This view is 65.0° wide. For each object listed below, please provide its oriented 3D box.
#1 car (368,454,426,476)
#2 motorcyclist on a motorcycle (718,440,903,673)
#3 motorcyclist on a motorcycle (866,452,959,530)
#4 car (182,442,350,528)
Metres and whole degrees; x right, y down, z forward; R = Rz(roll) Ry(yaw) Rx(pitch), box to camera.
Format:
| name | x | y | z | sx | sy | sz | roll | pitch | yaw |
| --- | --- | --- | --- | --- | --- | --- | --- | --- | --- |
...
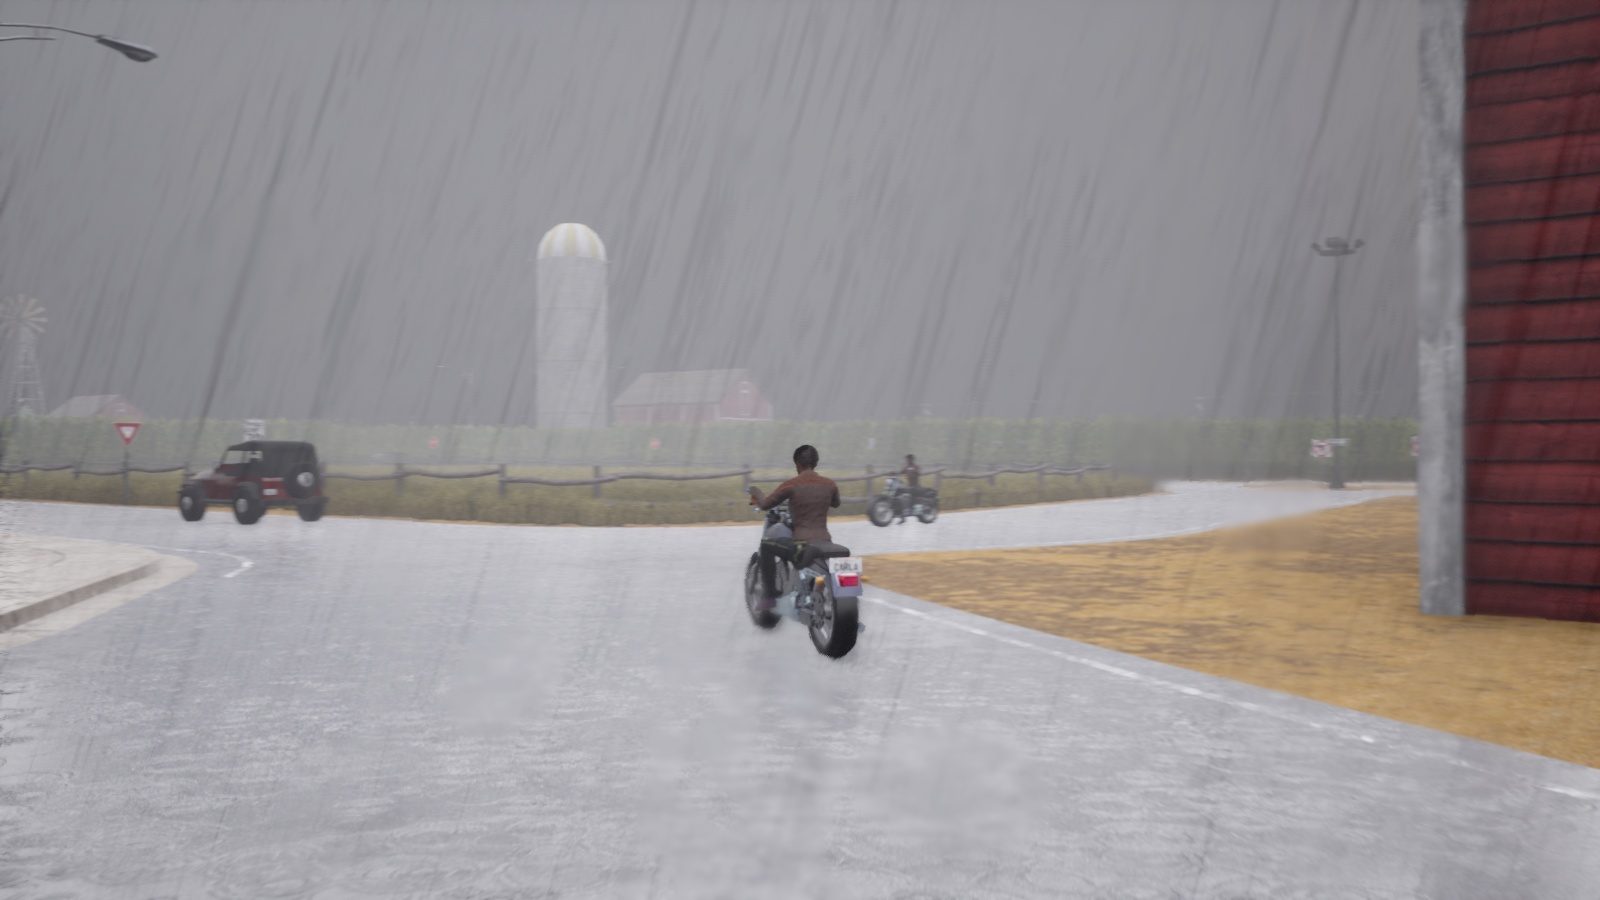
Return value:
| name | x | y | z | sx | sy | sz | roll | pitch | yaw |
| --- | --- | --- | --- | --- | --- | --- | --- | --- | --- |
| car | -29.696 | 1.109 | 92.625 | 1.789 | 1.549 | 3.705 | 0 | 0 | 37 |
| motorcyclist on a motorcycle | 0.011 | 0.767 | 10.145 | 0.766 | 1.649 | 2.350 | 0 | -1 | -19 |
| motorcyclist on a motorcycle | 2.520 | 0.877 | 27.813 | 0.766 | 1.649 | 2.350 | 0 | 0 | 43 |
| car | -12.501 | 0.777 | 29.335 | 3.866 | 1.878 | 1.905 | 0 | 0 | 36 |
